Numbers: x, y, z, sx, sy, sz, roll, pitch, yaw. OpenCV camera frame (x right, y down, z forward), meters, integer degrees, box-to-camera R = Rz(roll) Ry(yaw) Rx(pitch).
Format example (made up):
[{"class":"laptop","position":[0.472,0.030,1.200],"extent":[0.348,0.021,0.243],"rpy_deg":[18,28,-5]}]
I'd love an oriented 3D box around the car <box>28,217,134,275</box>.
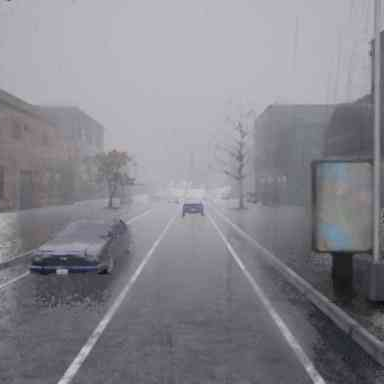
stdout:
[{"class":"car","position":[-3.102,1.516,10.618],"extent":[2.033,1.411,5.357],"rpy_deg":[0,0,0]}]

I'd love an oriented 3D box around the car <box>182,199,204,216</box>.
[{"class":"car","position":[0.096,1.349,31.067],"extent":[1.882,1.535,5.008],"rpy_deg":[0,0,0]}]

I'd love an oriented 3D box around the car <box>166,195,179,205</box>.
[{"class":"car","position":[-3.065,1.276,53.805],"extent":[2.128,1.511,4.902],"rpy_deg":[0,0,0]}]
